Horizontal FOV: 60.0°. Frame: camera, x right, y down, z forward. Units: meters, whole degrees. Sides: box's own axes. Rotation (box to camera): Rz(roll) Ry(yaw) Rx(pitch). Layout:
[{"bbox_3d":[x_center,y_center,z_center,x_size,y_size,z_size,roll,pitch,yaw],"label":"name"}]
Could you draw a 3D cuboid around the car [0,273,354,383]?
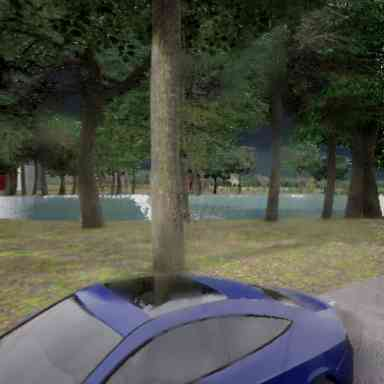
[{"bbox_3d":[-0.511,1.523,2.703,4.674,1.442,1.812,0,0,-35],"label":"car"}]
